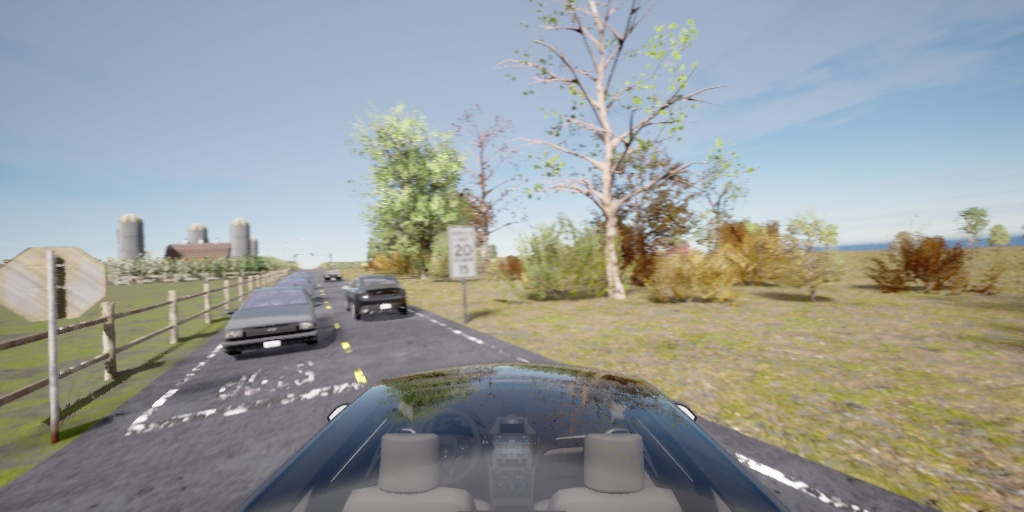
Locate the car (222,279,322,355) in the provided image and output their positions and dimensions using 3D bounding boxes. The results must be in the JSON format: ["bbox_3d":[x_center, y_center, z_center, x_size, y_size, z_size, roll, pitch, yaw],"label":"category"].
[{"bbox_3d":[-6.533,1.587,10.118,2.033,1.411,5.357,-2,0,-29],"label":"car"}]

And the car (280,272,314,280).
[{"bbox_3d":[-11.748,1.825,19.381,2.033,1.411,5.357,-2,0,-30],"label":"car"}]

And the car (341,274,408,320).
[{"bbox_3d":[-5.474,1.506,14.241,1.837,1.490,4.892,-2,0,-29],"label":"car"}]

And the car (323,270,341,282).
[{"bbox_3d":[-20.960,2.310,41.761,1.895,1.301,4.718,-2,0,-29],"label":"car"}]

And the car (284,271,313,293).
[{"bbox_3d":[-17.061,2.046,28.837,1.812,1.442,4.674,-2,0,-29],"label":"car"}]
